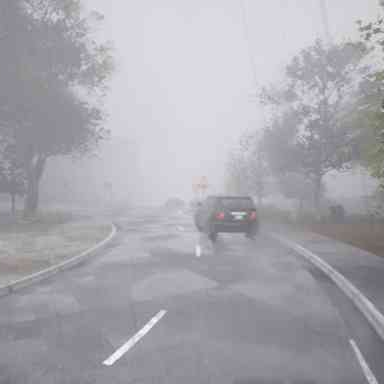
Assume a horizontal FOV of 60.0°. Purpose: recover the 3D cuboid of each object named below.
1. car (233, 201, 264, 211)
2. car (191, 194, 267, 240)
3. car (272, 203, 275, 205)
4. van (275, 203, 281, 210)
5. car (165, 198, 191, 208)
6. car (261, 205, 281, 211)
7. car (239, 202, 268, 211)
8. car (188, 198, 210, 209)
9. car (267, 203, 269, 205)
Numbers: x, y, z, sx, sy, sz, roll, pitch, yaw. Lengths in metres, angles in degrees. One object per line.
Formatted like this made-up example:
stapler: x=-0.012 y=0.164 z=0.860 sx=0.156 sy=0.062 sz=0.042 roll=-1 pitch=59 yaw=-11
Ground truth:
car: x=9.664 y=2.399 z=56.755 sx=4.892 sy=1.521 sz=2.231 roll=1 pitch=-3 yaw=19
car: x=1.584 y=1.124 z=16.804 sx=2.150 sy=2.045 sz=5.566 roll=0 pitch=1 yaw=-9
car: x=15.114 y=3.232 z=72.330 sx=4.553 sy=1.767 sz=2.185 roll=1 pitch=-3 yaw=19
van: x=19.820 y=3.835 z=85.267 sx=4.442 sy=1.987 sz=1.878 roll=1 pitch=-3 yaw=19
car: x=-2.341 y=1.602 z=48.177 sx=2.128 sy=1.511 sz=4.902 roll=1 pitch=-3 yaw=17
car: x=21.525 y=4.317 z=90.492 sx=4.892 sy=1.521 sz=2.231 roll=1 pitch=-2 yaw=19
car: x=11.499 y=2.730 z=61.938 sx=4.892 sy=1.521 sz=2.231 roll=1 pitch=-3 yaw=19
car: x=1.138 y=1.698 z=48.464 sx=1.882 sy=1.535 sz=5.008 roll=1 pitch=-3 yaw=17
car: x=10.577 y=2.565 z=59.349 sx=5.008 sy=1.535 sz=2.097 roll=1 pitch=-3 yaw=19
